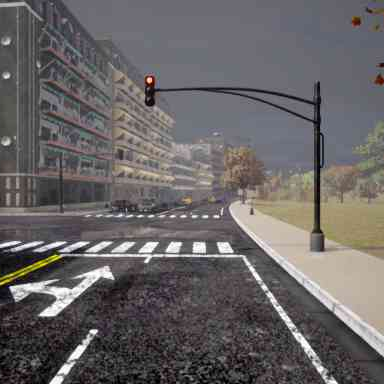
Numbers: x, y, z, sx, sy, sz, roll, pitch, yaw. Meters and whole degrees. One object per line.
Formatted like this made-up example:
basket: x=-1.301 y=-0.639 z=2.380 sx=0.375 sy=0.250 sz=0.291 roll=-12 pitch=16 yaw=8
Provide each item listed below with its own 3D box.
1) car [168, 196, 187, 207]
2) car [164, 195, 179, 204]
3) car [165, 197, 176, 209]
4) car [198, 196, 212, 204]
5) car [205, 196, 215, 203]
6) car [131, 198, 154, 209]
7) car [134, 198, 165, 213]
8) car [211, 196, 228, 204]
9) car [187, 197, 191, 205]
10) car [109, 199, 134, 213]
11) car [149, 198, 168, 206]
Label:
car: x=-2.670 y=1.713 z=56.674 sx=2.033 sy=1.411 sz=5.357 roll=0 pitch=0 yaw=8
car: x=-4.211 y=1.579 z=68.281 sx=2.097 sy=1.767 sz=4.553 roll=0 pitch=0 yaw=9
car: x=-3.892 y=1.722 z=47.101 sx=1.895 sy=1.301 sz=4.718 roll=0 pitch=0 yaw=7
car: x=2.509 y=1.728 z=69.124 sx=2.128 sy=1.511 sz=4.902 roll=0 pitch=0 yaw=9
car: x=4.335 y=1.729 z=79.323 sx=1.882 sy=1.535 sz=5.008 roll=0 pitch=0 yaw=12
car: x=-7.045 y=1.672 z=48.075 sx=2.033 sy=1.411 sz=5.357 roll=0 pitch=0 yaw=6
car: x=-4.793 y=1.433 z=38.154 sx=2.097 sy=1.767 sz=4.553 roll=0 pitch=0 yaw=5
car: x=5.722 y=1.783 z=68.634 sx=2.033 sy=1.411 sz=5.357 roll=0 pitch=0 yaw=9
car: x=-1.358 y=1.690 z=65.569 sx=1.882 sy=1.535 sz=5.008 roll=0 pitch=0 yaw=9
car: x=-8.037 y=1.586 z=38.379 sx=1.837 sy=1.490 sz=4.892 roll=0 pitch=0 yaw=5
car: x=-5.738 y=1.719 z=58.147 sx=2.033 sy=1.411 sz=5.357 roll=0 pitch=0 yaw=8
